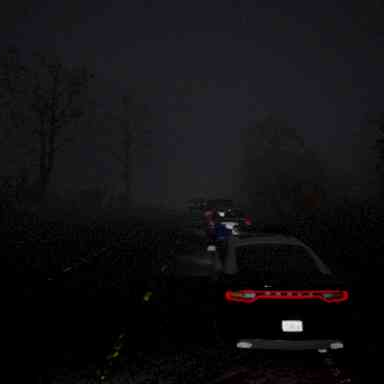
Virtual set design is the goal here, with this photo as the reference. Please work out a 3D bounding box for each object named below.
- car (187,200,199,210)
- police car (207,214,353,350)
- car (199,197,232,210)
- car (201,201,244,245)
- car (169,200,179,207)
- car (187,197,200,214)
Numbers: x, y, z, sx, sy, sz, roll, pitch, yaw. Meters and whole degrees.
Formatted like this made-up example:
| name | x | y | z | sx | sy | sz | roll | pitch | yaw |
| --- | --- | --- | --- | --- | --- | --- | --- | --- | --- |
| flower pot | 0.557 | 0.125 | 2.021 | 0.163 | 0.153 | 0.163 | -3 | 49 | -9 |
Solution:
| name | x | y | z | sx | sy | sz | roll | pitch | yaw |
| --- | --- | --- | --- | --- | --- | --- | --- | --- | --- |
| car | 0.143 | 2.186 | 57.548 | 1.837 | 1.490 | 4.892 | -1 | -1 | -4 |
| police car | 1.355 | 1.487 | 6.711 | 1.930 | 1.638 | 5.238 | -1 | -1 | 3 |
| car | 1.793 | 1.468 | 22.704 | 2.150 | 2.045 | 5.566 | -1 | -1 | 1 |
| car | 1.687 | 1.525 | 16.614 | 2.097 | 1.767 | 4.553 | -1 | -1 | 1 |
| car | -3.889 | 2.437 | 70.164 | 2.033 | 1.411 | 5.357 | -1 | -1 | -5 |
| car | 0.748 | 1.727 | 43.600 | 2.150 | 2.045 | 5.566 | -1 | -1 | -2 |
